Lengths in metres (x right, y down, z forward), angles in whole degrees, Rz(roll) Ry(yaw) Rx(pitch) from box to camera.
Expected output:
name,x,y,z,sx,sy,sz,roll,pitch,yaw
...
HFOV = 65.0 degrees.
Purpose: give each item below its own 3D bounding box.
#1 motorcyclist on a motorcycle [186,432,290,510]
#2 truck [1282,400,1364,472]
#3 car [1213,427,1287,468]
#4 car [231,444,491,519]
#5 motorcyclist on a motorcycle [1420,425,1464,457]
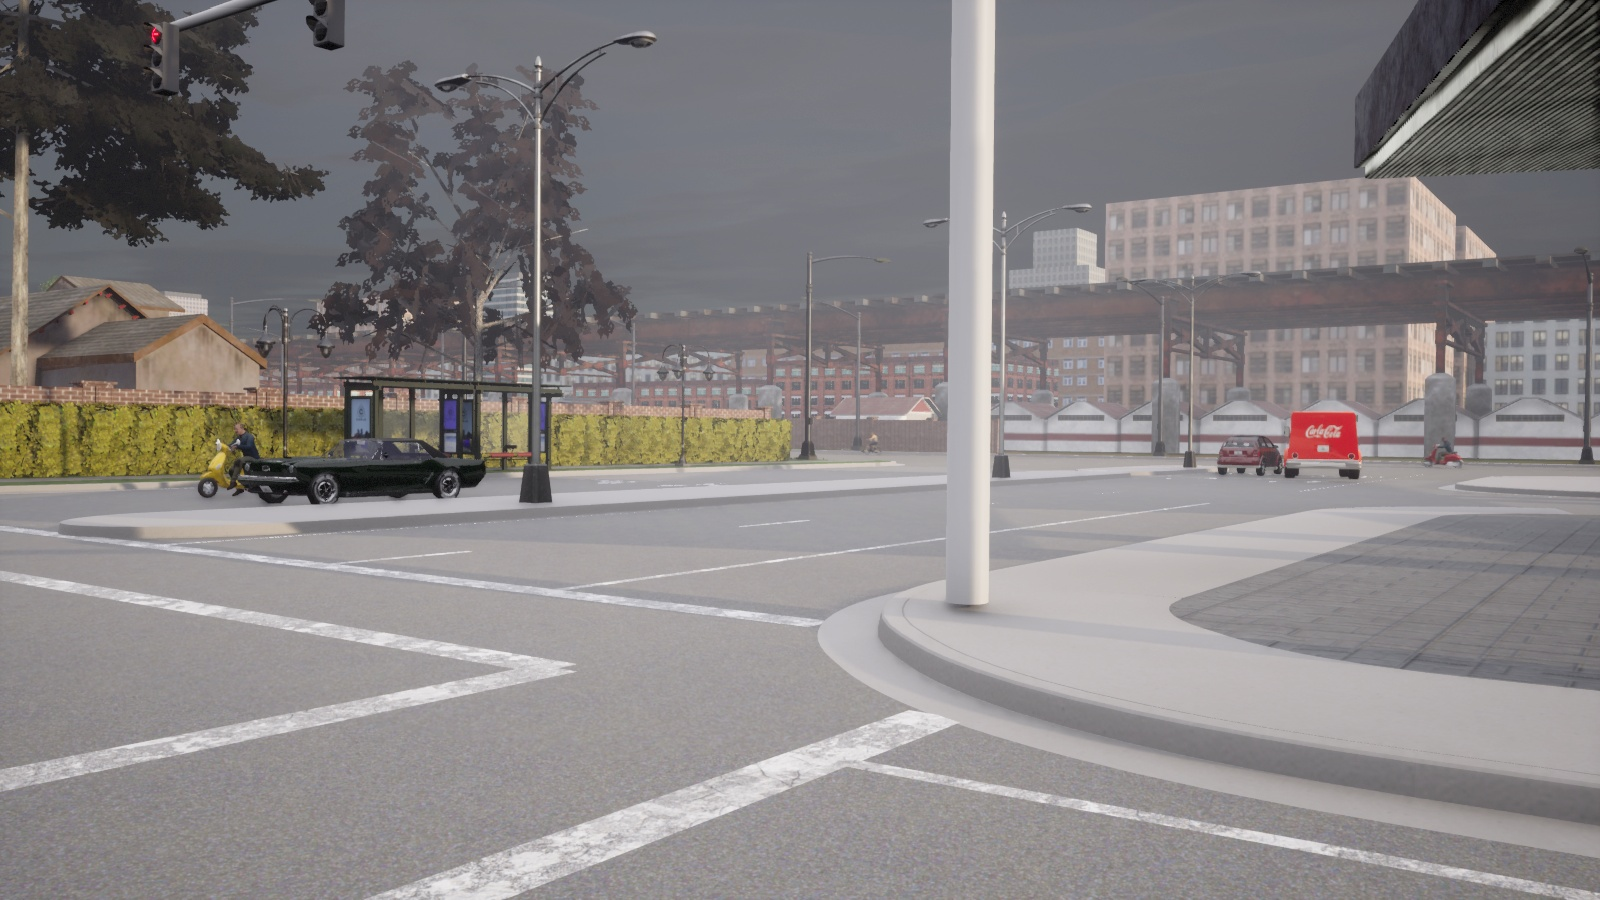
name,x,y,z,sx,sy,sz,roll,pitch,yaw
motorcyclist on a motorcycle,-11.985,0.427,26.842,0.866,1.590,1.817,0,1,35
truck,19.226,-0.553,46.380,2.627,2.467,5.204,0,2,21
car,17.607,-0.119,49.045,1.789,1.549,3.705,0,1,35
car,-8.724,0.564,25.371,1.895,1.301,4.718,0,1,35
motorcyclist on a motorcycle,31.795,-0.452,62.211,1.817,1.590,0.866,0,1,35
